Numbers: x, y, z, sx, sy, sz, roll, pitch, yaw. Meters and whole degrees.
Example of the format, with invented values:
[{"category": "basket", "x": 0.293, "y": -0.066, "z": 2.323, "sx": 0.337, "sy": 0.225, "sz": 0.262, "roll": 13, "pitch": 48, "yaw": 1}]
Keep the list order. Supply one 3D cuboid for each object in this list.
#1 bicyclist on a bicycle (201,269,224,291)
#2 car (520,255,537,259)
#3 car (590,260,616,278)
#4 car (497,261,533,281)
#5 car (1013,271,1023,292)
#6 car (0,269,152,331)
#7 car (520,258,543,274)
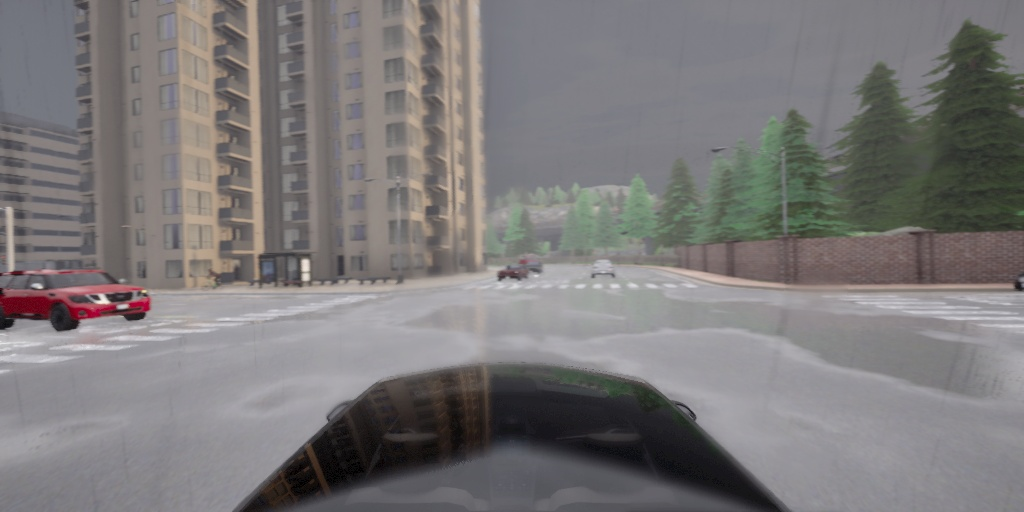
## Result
[{"category": "bicyclist on a bicycle", "x": -22.561, "y": 1.782, "z": 27.025, "sx": 0.582, "sy": 1.620, "sz": 1.656, "roll": -2, "pitch": 0, "yaw": 14}, {"category": "car", "x": 2.518, "y": 0.923, "z": 50.837, "sx": 2.150, "sy": 2.045, "sz": 5.566, "roll": -2, "pitch": 0, "yaw": -11}, {"category": "car", "x": 7.840, "y": 1.050, "z": 30.971, "sx": 1.812, "sy": 1.442, "sz": 4.674, "roll": -2, "pitch": 0, "yaw": 13}, {"category": "car", "x": 0.159, "y": 1.353, "z": 29.815, "sx": 1.895, "sy": 1.301, "sz": 4.718, "roll": -2, "pitch": 0, "yaw": 13}, {"category": "car", "x": 20.181, "y": 0.686, "z": 11.790, "sx": 4.902, "sy": 1.511, "sz": 2.128, "roll": -2, "pitch": 0, "yaw": 14}, {"category": "car", "x": -16.312, "y": 1.505, "z": 13.190, "sx": 5.566, "sy": 2.045, "sz": 2.150, "roll": -2, "pitch": 0, "yaw": 14}, {"category": "car", "x": 2.457, "y": 1.241, "z": 40.188, "sx": 2.033, "sy": 1.411, "sz": 5.357, "roll": -2, "pitch": 0, "yaw": 11}]
